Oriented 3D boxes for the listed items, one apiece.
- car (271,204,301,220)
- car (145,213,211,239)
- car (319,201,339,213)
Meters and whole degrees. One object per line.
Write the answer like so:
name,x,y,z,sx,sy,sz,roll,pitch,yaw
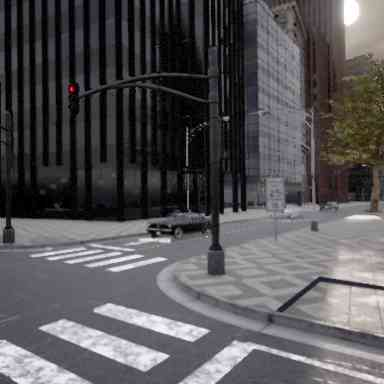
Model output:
car,9.716,1.990,33.943,1.812,1.442,4.674,-1,-1,36
car,-0.607,1.902,19.530,1.895,1.301,4.718,-1,-1,33
car,19.672,2.059,47.693,1.837,1.490,4.892,-1,-1,36
